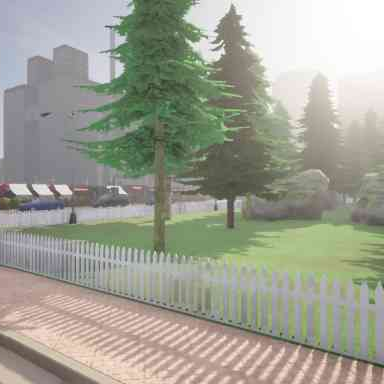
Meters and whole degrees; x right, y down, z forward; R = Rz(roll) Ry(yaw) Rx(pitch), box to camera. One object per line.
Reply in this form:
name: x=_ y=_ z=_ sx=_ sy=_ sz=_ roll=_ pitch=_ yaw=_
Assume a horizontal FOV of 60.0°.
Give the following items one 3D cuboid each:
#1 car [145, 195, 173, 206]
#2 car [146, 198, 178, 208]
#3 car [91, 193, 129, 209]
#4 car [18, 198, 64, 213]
car: x=-5.334 y=1.352 z=54.065 sx=2.097 sy=1.767 sz=4.553 roll=0 pitch=0 yaw=34
car: x=-3.680 y=1.505 z=43.725 sx=1.837 sy=1.490 sz=4.892 roll=0 pitch=0 yaw=34
car: x=-11.122 y=1.221 z=45.561 sx=2.150 sy=2.045 sz=5.566 roll=0 pitch=0 yaw=34
car: x=-16.769 y=1.478 z=37.201 sx=1.882 sy=1.535 sz=5.008 roll=0 pitch=0 yaw=34
